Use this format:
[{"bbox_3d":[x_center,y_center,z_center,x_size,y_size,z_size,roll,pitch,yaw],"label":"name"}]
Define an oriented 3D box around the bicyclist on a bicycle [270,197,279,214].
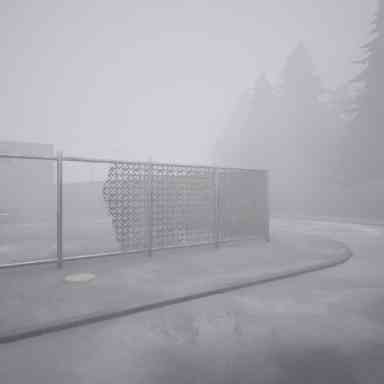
[{"bbox_3d":[7.887,1.349,32.412,1.656,1.620,0.582,0,0,-35],"label":"bicyclist on a bicycle"}]
